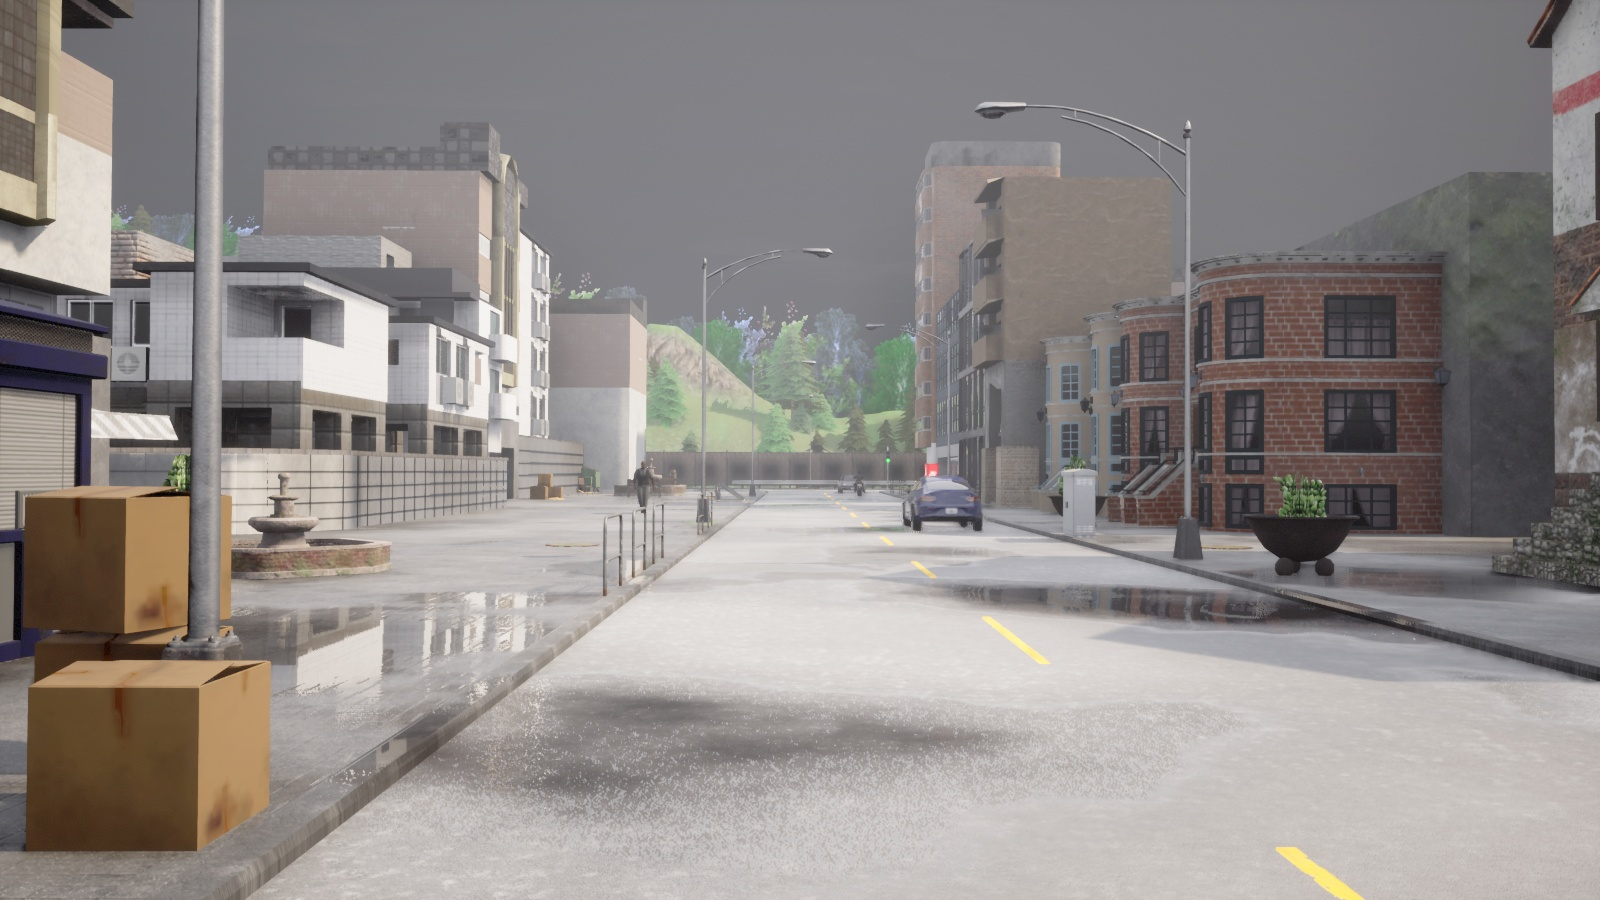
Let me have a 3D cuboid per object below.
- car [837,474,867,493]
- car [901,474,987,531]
[{"bbox_3d":[3.700,2.401,89.600,1.895,1.301,4.718,0,-1,-1],"label":"car"},{"bbox_3d":[3.887,1.404,34.601,1.812,1.442,4.674,0,-1,0],"label":"car"}]
